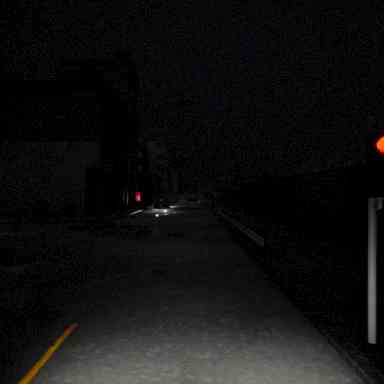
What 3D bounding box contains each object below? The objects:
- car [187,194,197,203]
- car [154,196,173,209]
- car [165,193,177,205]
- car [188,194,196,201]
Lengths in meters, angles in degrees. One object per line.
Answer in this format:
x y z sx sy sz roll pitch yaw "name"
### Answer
0.051 1.483 66.268 2.128 1.511 4.902 0 0 0 "car"
-4.058 1.558 45.686 1.994 1.385 4.181 0 0 0 "car"
-4.042 1.345 55.416 2.097 1.767 4.553 0 0 0 "car"
0.057 1.300 76.688 1.882 1.535 5.008 0 0 0 "car"
